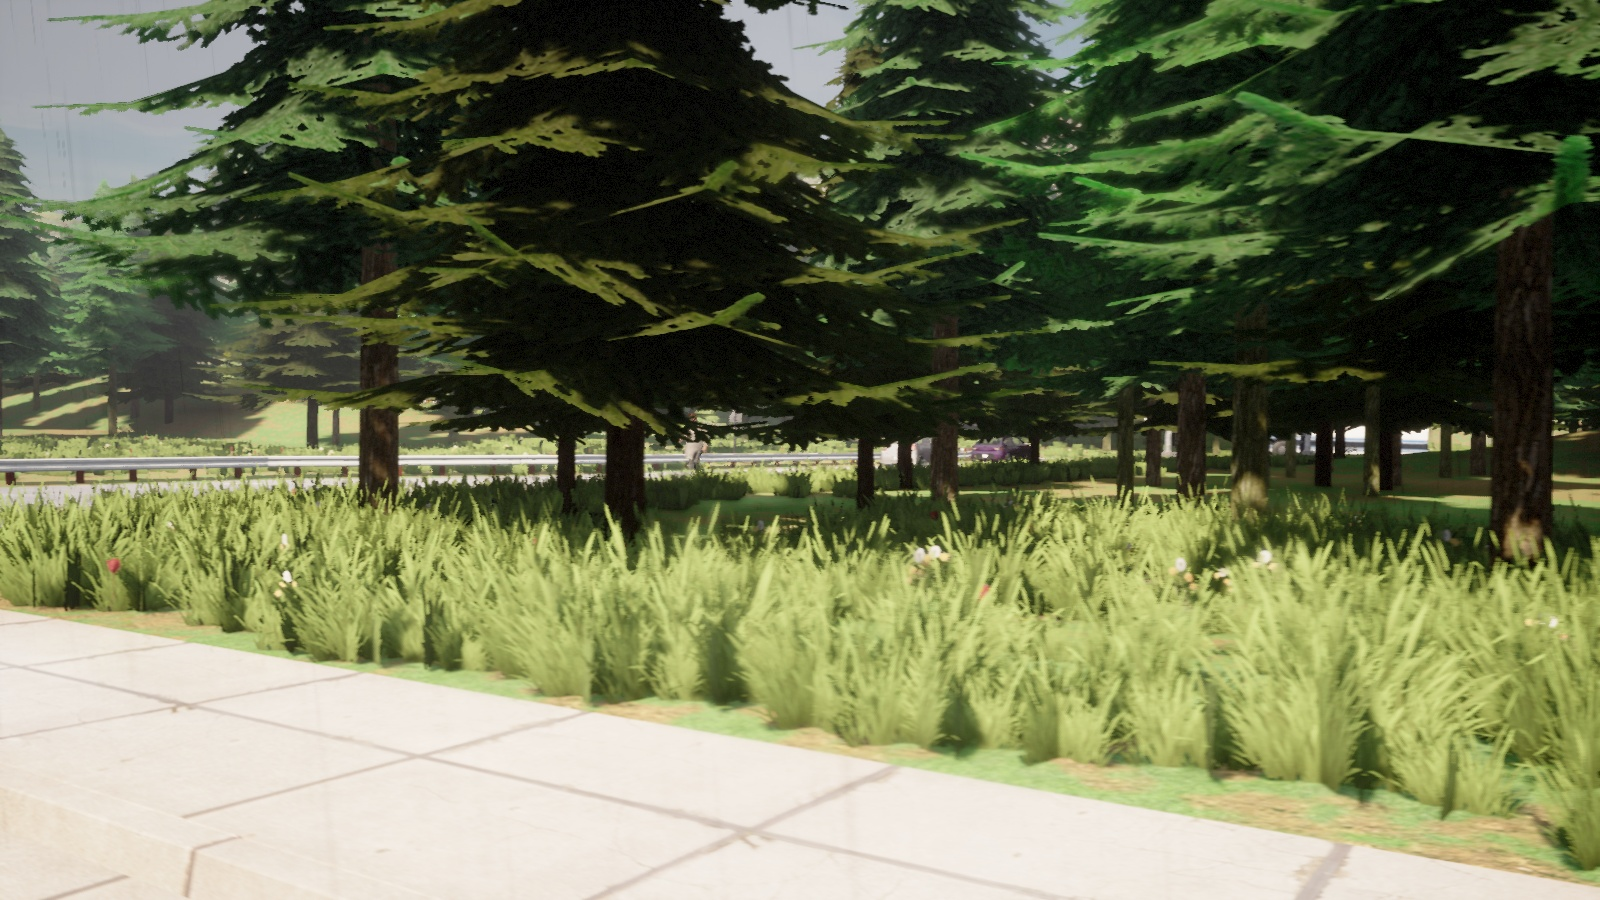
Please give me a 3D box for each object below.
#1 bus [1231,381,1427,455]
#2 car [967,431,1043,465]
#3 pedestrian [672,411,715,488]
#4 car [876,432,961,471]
[{"bbox_3d":[32.212,-1.927,76.947,10.273,4.253,3.944,1,0,4],"label":"bus"},{"bbox_3d":[9.383,-0.109,57.245,1.816,1.474,4.193,0,1,35],"label":"car"},{"bbox_3d":[-2.723,-0.014,32.130,0.659,1.952,0.873,0,1,35],"label":"pedestrian"},{"bbox_3d":[4.814,0.023,50.656,1.845,1.501,3.633,0,1,35],"label":"car"}]
